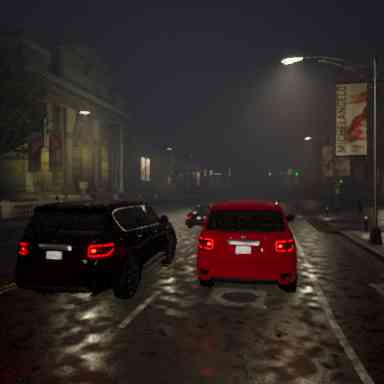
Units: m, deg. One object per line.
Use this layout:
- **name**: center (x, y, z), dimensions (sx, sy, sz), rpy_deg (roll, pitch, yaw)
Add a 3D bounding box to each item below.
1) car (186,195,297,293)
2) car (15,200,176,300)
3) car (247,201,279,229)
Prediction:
- **car**: center (1.605, 1.218, 9.137), dimensions (2.150, 2.045, 5.566), rpy_deg (0, 0, 13)
- **car**: center (-1.994, 1.220, 8.649), dimensions (2.150, 2.045, 5.566), rpy_deg (0, 0, 11)
- **car**: center (4.878, 1.466, 22.591), dimensions (1.882, 1.535, 5.008), rpy_deg (0, 0, 14)
